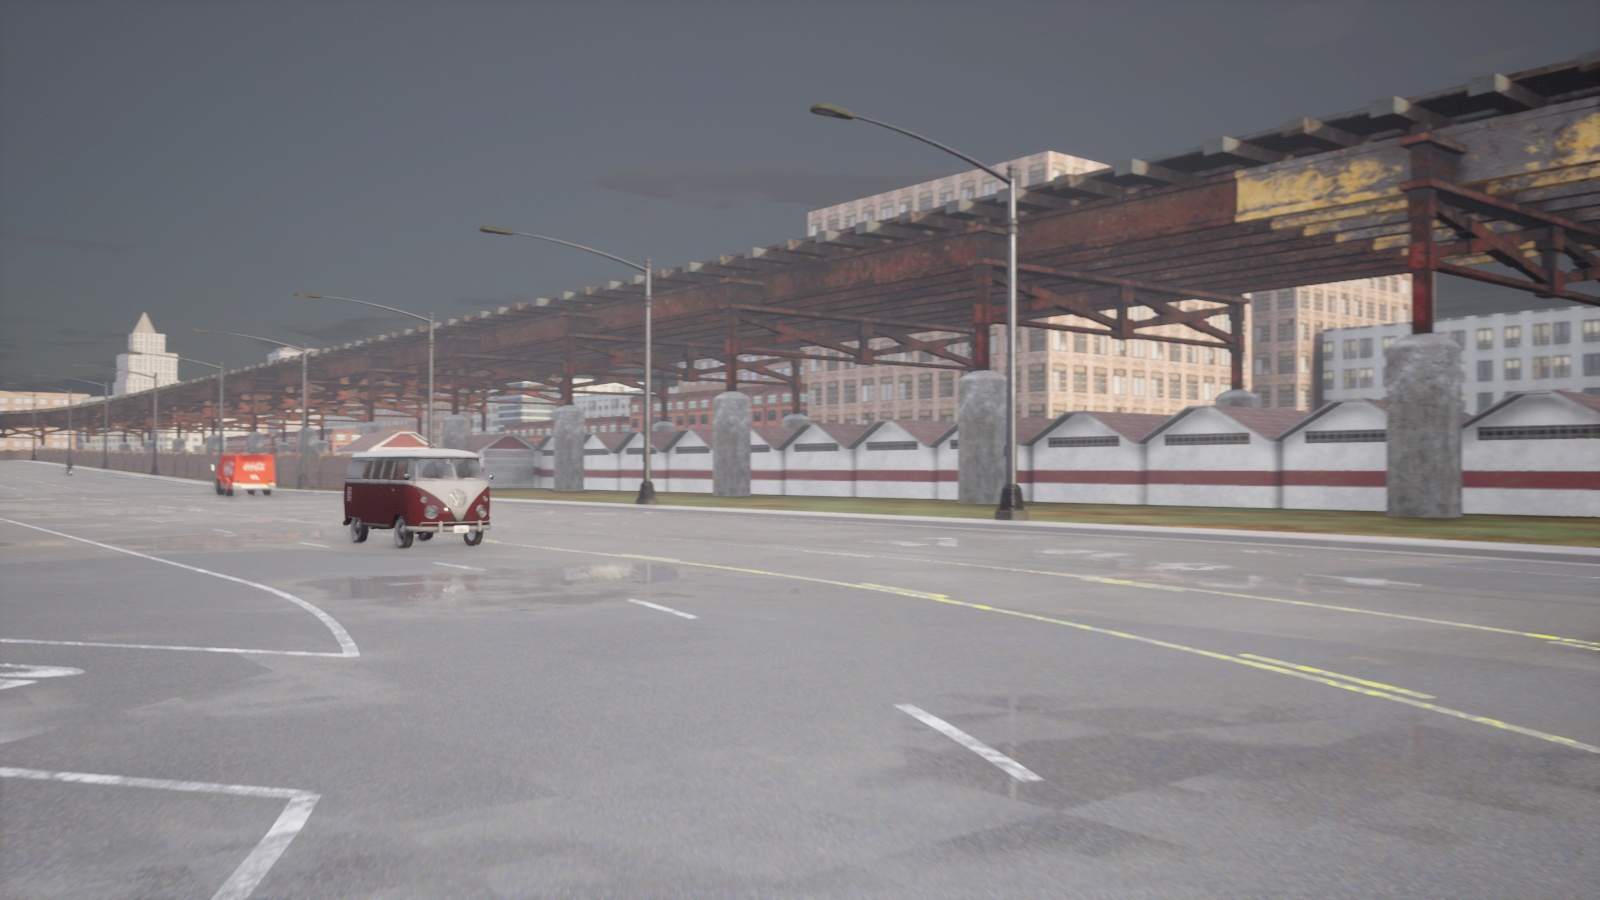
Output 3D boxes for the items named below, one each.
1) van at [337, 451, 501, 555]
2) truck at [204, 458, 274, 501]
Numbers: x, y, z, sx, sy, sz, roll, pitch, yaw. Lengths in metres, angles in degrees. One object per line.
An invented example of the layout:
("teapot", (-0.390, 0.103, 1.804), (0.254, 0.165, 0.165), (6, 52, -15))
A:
("van", (-8.055, 1.051, 26.299), (1.775, 1.987, 4.442), (0, -1, -39))
("truck", (-33.749, 1.773, 75.436), (2.627, 2.467, 5.204), (0, -1, -39))
